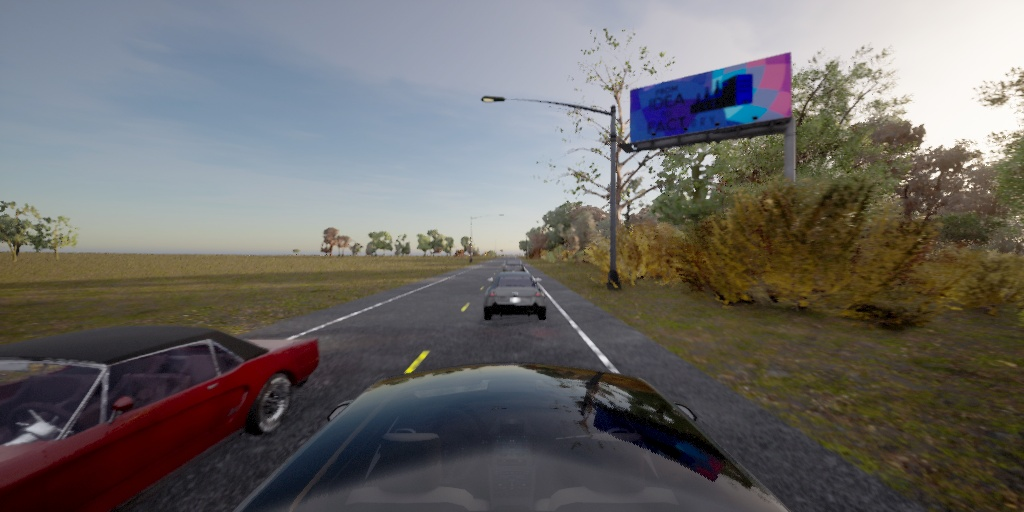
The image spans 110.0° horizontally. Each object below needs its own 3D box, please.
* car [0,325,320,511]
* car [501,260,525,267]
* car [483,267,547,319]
[{"bbox_3d":[-3.581,1.344,2.700,1.895,1.301,4.718,0,0,0],"label":"car"},{"bbox_3d":[0.103,1.047,31.318,2.128,1.511,4.902,0,0,0],"label":"car"},{"bbox_3d":[0.095,1.243,12.486,1.994,1.385,4.181,0,0,0],"label":"car"}]
